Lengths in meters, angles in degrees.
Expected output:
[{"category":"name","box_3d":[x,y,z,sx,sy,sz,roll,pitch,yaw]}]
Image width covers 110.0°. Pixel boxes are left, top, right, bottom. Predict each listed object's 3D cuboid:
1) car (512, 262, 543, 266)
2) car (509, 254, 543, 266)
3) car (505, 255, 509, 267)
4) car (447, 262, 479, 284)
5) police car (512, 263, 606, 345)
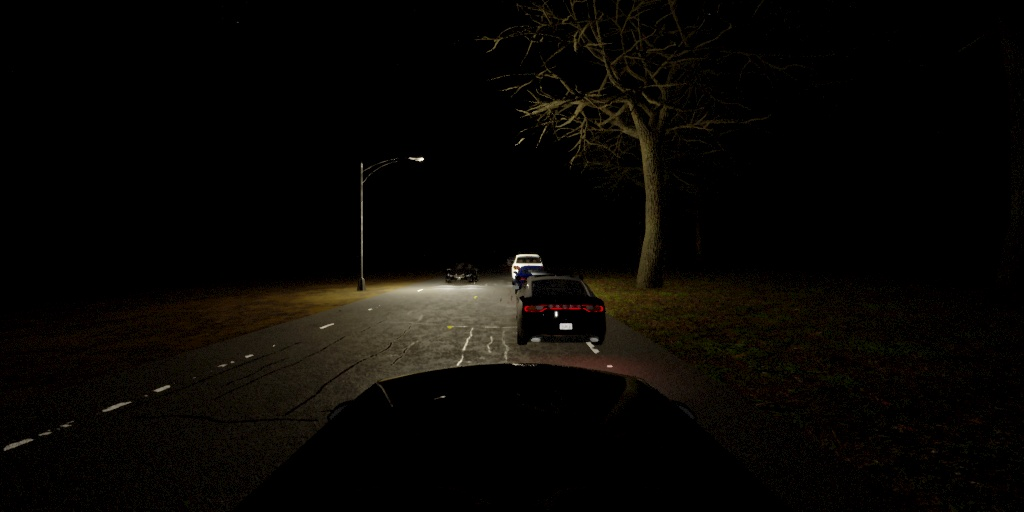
[{"category":"car","box_3d":[1.066,1.237,19.482,1.812,1.442,4.674,0,0,0]},{"category":"car","box_3d":[1.072,0.910,25.512,2.150,2.045,5.566,0,0,0]},{"category":"car","box_3d":[0.111,0.913,54.487,1.812,1.442,4.674,0,1,0]},{"category":"car","box_3d":[-3.477,1.192,25.967,1.837,1.490,4.892,0,1,0]},{"category":"police car","box_3d":[1.057,1.164,9.591,1.930,1.638,5.238,0,0,0]}]
